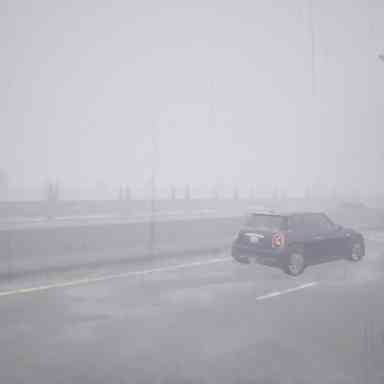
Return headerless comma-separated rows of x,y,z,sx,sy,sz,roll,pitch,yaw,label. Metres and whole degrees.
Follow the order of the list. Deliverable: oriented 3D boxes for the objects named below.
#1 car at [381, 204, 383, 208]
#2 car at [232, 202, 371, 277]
23.366,1.528,37.775,4.674,1.442,1.812,0,0,-35,car
3.472,1.353,10.523,4.553,1.767,2.097,0,0,-35,car
